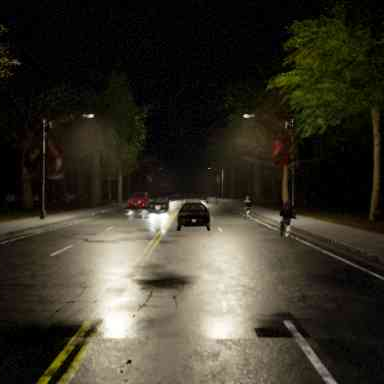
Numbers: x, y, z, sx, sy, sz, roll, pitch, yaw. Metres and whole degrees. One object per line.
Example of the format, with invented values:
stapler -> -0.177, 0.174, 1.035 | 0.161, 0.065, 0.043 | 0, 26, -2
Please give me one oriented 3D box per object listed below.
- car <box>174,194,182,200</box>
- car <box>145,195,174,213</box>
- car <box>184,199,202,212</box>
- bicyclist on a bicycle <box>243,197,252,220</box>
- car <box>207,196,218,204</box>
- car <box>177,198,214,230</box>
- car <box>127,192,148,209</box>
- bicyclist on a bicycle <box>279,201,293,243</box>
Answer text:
car -> -3.296, 1.081, 76.101 | 2.033, 1.411, 5.357 | 0, 0, 0
car -> -3.343, 1.355, 35.066 | 2.128, 1.511, 4.902 | 0, 0, 0
car -> 0.097, 1.458, 38.393 | 1.895, 1.301, 4.718 | 0, 0, 0
bicyclist on a bicycle -> 4.141, 1.263, 24.953 | 0.659, 1.776, 1.843 | 0, 0, 0
car -> 3.350, 1.352, 57.060 | 1.812, 1.442, 4.674 | 0, 0, 0
car -> 0.098, 1.386, 20.277 | 1.882, 1.535, 5.008 | 0, 0, 0
car -> -6.594, 1.071, 41.744 | 2.150, 2.045, 5.566 | 0, 0, 0
bicyclist on a bicycle -> 4.141, 1.300, 14.836 | 0.659, 1.776, 1.843 | 0, 0, 0
